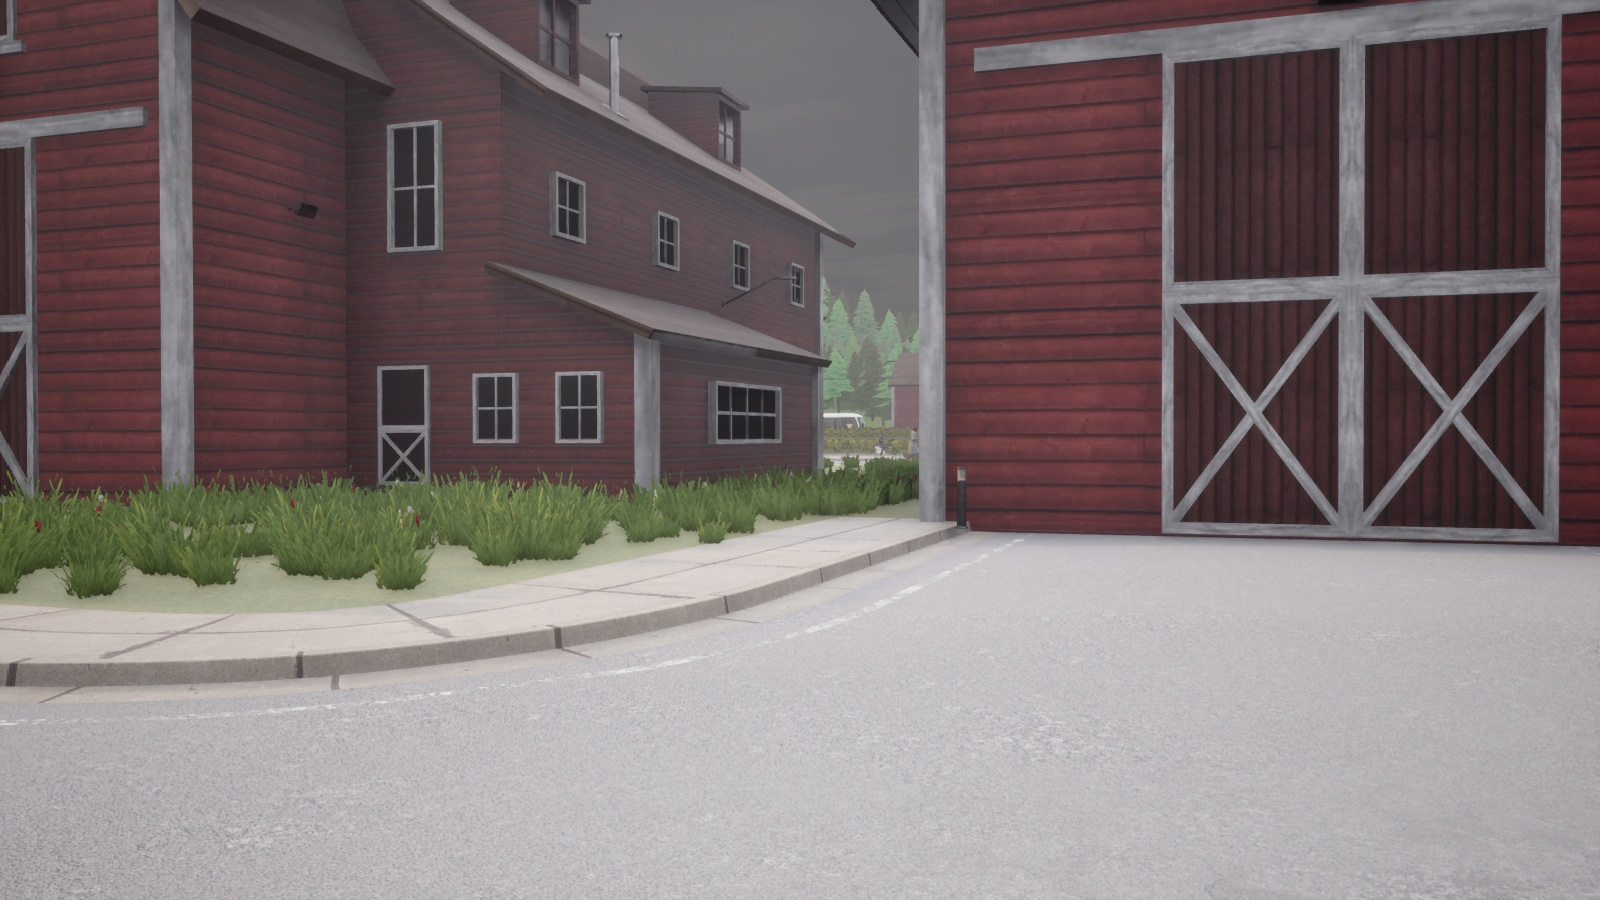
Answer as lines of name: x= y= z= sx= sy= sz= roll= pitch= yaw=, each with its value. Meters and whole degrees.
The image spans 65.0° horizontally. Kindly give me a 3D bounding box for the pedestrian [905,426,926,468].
pedestrian: x=5.412 y=-0.163 z=58.915 sx=0.873 sy=1.952 sz=0.659 roll=1 pitch=1 yaw=17
